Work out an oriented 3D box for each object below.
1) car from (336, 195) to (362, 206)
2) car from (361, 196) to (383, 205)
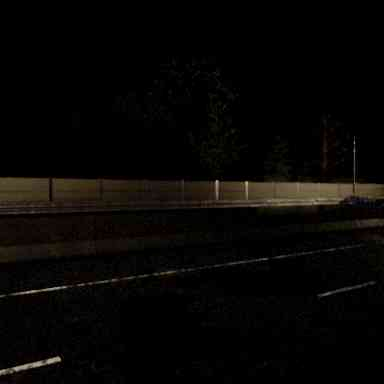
[{"bbox_3d":[19.243,1.271,39.440,4.553,1.767,2.097,0,0,-31],"label":"car"},{"bbox_3d":[21.191,1.424,36.528,4.892,1.490,1.837,0,0,-31],"label":"car"}]
